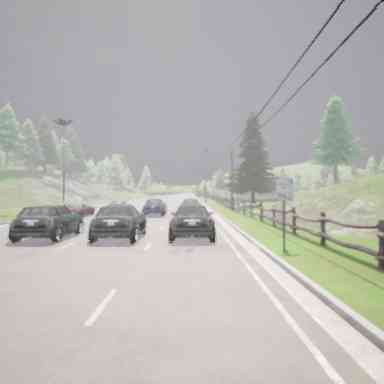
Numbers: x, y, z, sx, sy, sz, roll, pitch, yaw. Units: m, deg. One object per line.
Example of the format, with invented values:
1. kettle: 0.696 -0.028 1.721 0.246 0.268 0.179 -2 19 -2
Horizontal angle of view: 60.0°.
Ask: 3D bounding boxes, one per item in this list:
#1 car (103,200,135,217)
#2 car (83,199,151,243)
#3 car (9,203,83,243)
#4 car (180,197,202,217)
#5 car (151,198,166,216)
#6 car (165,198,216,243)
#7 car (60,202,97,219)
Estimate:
1. car: -7.108 1.571 33.084 2.128 1.511 4.902 0 0 0
2. car: -3.502 1.390 16.431 2.097 1.767 4.553 0 0 0
3. car: -7.003 1.405 16.531 2.097 1.767 4.553 0 0 0
4. car: -0.108 1.405 32.875 2.097 1.767 4.553 0 0 0
5. car: -3.608 1.418 32.851 2.097 1.767 4.553 0 0 0
6. car: -0.002 1.377 16.471 2.097 1.767 4.553 0 0 0
7. car: -10.598 1.691 31.487 1.895 1.301 4.718 0 0 0
